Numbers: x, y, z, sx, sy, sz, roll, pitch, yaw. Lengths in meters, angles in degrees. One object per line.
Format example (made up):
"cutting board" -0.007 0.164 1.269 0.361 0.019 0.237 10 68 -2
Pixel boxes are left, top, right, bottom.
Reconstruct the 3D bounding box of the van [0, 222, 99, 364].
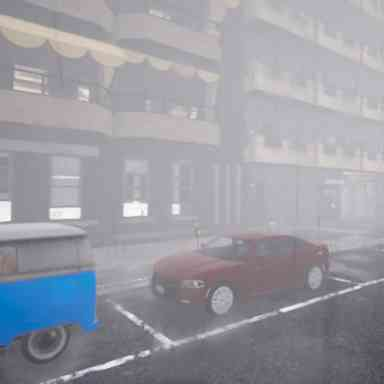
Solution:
"van" -3.246 1.341 4.241 3.998 1.788 1.690 0 0 -35

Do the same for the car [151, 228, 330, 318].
"car" 1.250 1.555 7.447 4.507 1.381 1.887 0 0 -35
